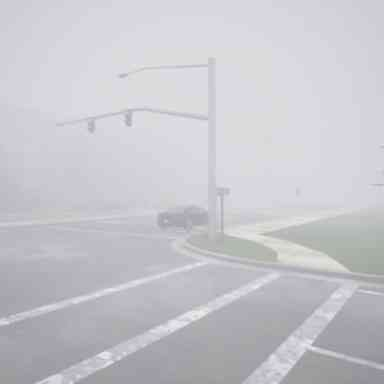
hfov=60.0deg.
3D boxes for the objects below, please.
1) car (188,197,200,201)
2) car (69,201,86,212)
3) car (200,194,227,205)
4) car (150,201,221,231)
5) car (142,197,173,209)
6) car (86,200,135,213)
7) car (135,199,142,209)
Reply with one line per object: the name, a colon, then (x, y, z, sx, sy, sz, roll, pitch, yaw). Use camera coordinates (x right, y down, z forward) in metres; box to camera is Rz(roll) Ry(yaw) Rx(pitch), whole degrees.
car: (0.772, 1.733, 61.141, 1.812, 1.442, 4.674, 0, 0, 36)
car: (-12.703, 1.752, 42.005, 2.033, 1.411, 5.357, 0, 0, 35)
car: (4.295, 1.407, 60.085, 2.150, 2.045, 5.566, 0, 0, 36)
car: (-0.169, 1.552, 21.495, 1.882, 1.535, 5.008, -1, -1, 33)
car: (-4.498, 1.539, 47.612, 2.097, 1.767, 4.553, 0, 0, 35)
car: (-9.754, 1.676, 40.130, 2.128, 1.511, 4.902, 0, 0, 35)
car: (-7.350, 1.770, 49.630, 1.994, 1.385, 4.181, 0, 0, 35)
